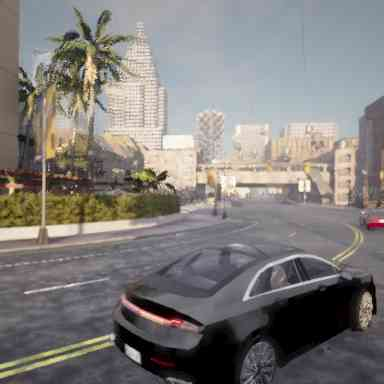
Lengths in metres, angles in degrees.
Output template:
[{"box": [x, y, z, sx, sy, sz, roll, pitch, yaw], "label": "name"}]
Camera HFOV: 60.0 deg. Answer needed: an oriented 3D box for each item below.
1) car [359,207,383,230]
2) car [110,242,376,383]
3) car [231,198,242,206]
[{"box": [13.387, 1.926, 24.045, 1.994, 1.385, 4.181, 0, -1, 20], "label": "car"}, {"box": [1.174, 1.559, 5.199, 4.902, 1.511, 2.128, 1, -1, -41], "label": "car"}, {"box": [10.770, 2.432, 77.695, 2.097, 1.535, 5.008, 0, -1, 6], "label": "car"}]
